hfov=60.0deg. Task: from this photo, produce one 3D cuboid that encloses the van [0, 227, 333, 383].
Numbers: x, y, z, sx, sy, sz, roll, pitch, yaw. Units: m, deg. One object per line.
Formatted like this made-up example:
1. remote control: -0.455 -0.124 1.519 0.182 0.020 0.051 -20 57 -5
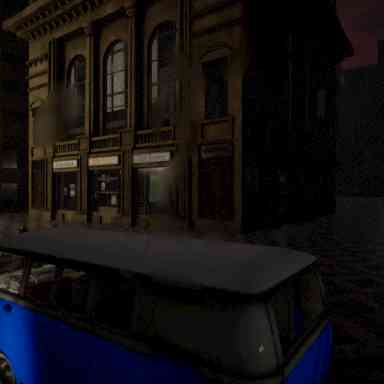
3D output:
1. van: -0.660 1.341 3.435 3.998 1.788 1.690 0 0 36
